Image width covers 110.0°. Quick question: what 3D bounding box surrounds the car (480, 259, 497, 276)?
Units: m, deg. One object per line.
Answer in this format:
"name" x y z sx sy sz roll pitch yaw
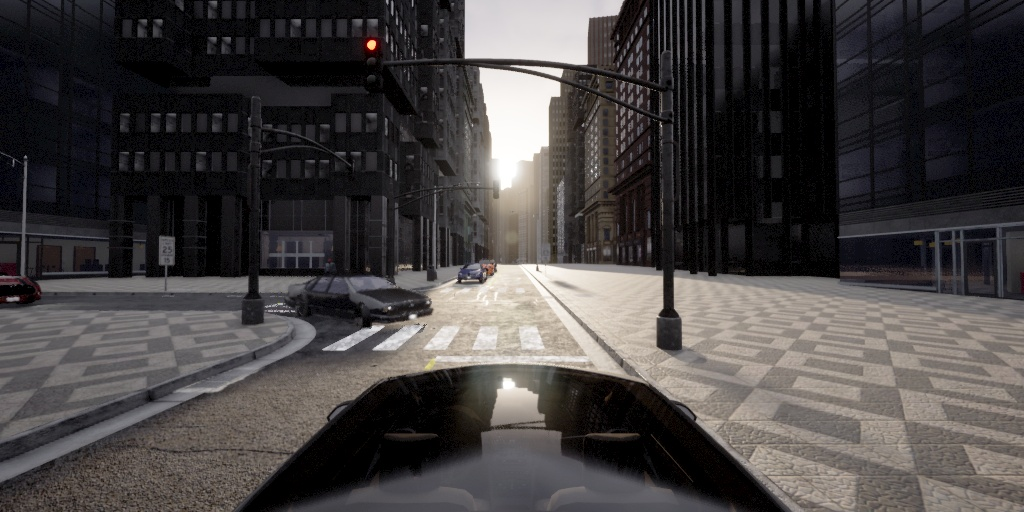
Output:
"car" -3.021 1.138 38.252 2.097 1.767 4.553 0 0 0

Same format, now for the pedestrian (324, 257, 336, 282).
"pedestrian" -9.969 0.974 19.605 0.375 1.860 0.375 0 -1 0

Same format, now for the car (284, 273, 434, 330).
"car" -4.971 1.260 11.285 5.357 1.411 2.033 1 0 32

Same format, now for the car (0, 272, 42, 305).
"car" -20.836 1.026 13.409 4.553 1.767 2.097 0 -1 0

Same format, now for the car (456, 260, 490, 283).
"car" -3.045 1.289 28.247 1.812 1.442 4.674 0 0 2
